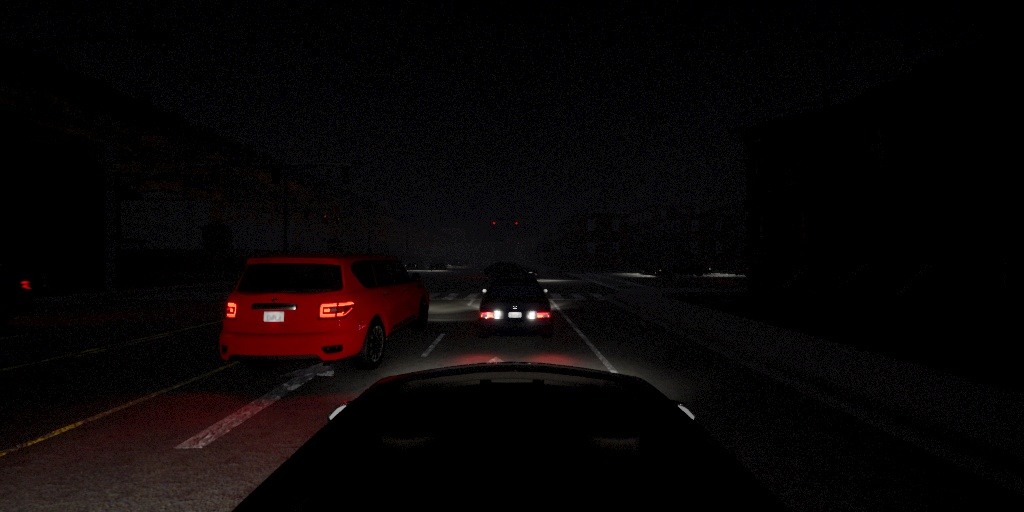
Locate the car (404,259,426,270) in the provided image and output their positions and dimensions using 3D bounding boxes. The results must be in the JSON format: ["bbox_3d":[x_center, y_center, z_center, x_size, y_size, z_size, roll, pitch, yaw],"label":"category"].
[{"bbox_3d":[-14.088,1.254,52.164,1.837,1.490,4.892,0,0,0],"label":"car"}]

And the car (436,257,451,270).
[{"bbox_3d":[-10.523,1.296,51.089,2.033,1.411,5.357,0,0,-1],"label":"car"}]

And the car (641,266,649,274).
[{"bbox_3d":[17.107,1.297,39.369,5.357,1.411,2.033,0,0,2],"label":"car"}]

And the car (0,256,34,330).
[{"bbox_3d":[-14.100,0.971,7.350,2.150,2.045,5.566,0,0,0],"label":"car"}]

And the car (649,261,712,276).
[{"bbox_3d":[17.001,1.297,35.884,5.357,1.411,2.033,0,0,0],"label":"car"}]

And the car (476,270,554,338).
[{"bbox_3d":[0.084,1.297,10.125,2.033,1.411,5.357,0,0,0],"label":"car"}]

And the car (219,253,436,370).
[{"bbox_3d":[-3.425,0.971,7.872,2.150,2.045,5.566,0,0,0],"label":"car"}]

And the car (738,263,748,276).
[{"bbox_3d":[21.381,1.241,28.698,4.902,1.511,2.128,0,0,0],"label":"car"}]

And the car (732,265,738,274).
[{"bbox_3d":[26.835,1.254,39.374,4.892,1.490,1.837,0,0,0],"label":"car"}]

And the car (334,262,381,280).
[{"bbox_3d":[-14.098,1.296,33.179,2.033,1.411,5.357,0,0,0],"label":"car"}]

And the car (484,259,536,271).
[{"bbox_3d":[-0.126,1.254,31.008,4.892,1.490,1.837,0,1,30],"label":"car"}]
